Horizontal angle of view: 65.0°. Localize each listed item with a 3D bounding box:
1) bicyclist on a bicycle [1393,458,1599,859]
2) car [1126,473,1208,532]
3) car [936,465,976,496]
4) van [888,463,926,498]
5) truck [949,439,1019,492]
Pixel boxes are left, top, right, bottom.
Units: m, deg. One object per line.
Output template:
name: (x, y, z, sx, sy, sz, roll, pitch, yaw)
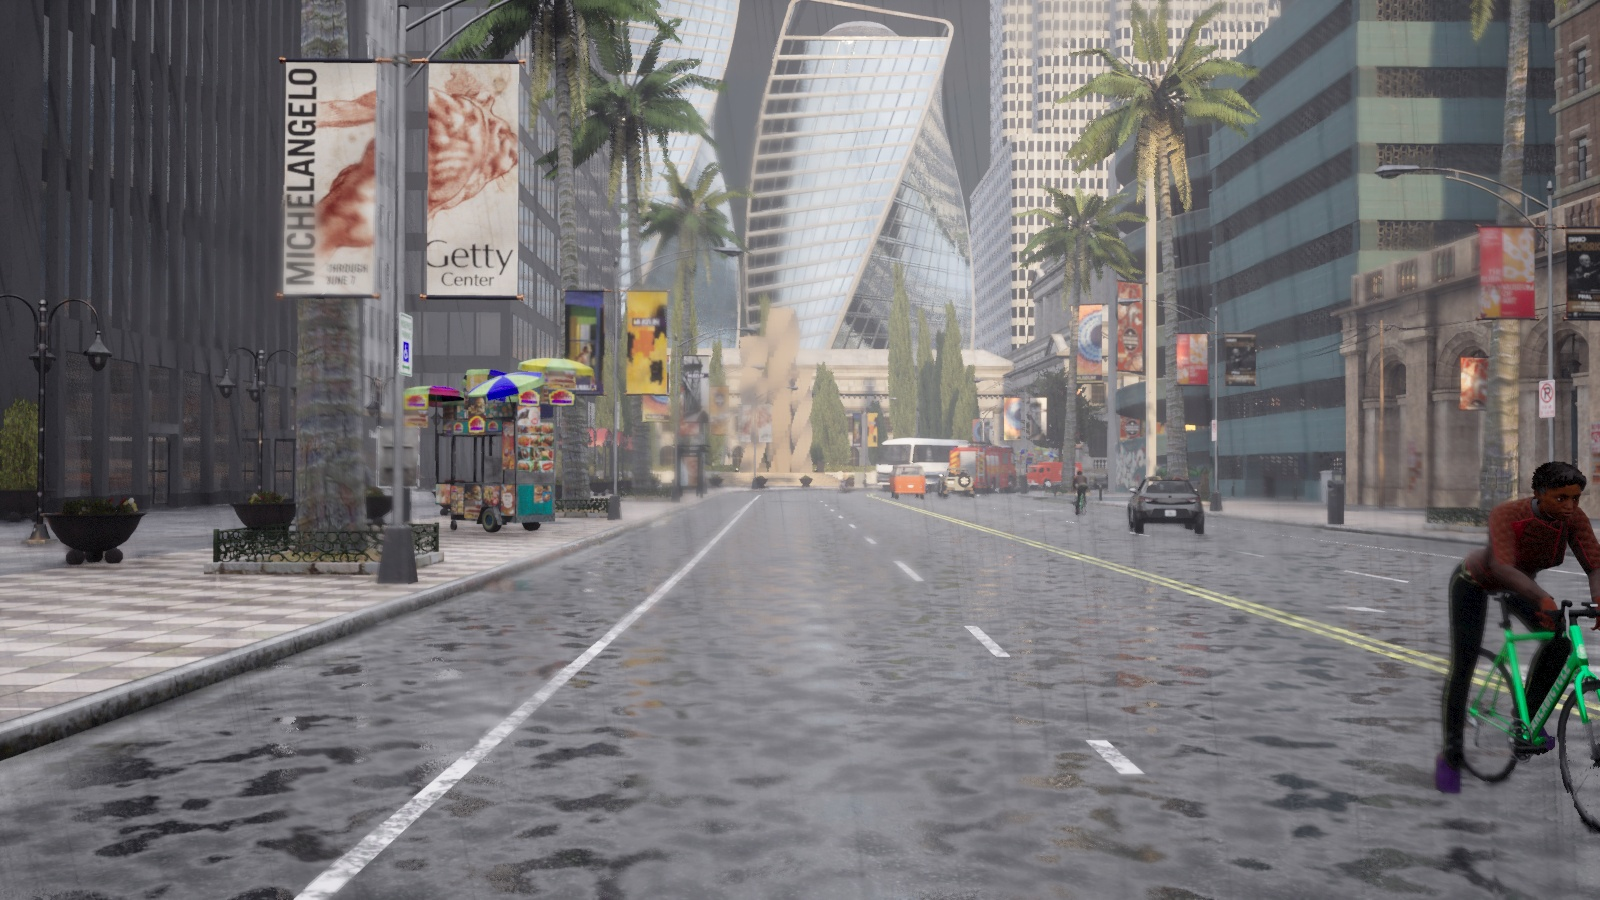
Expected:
bicyclist on a bicycle: (3.486, 0.853, 5.915, 0.582, 1.620, 1.656, 0, -1, 0)
car: (9.835, 1.357, 33.903, 1.816, 1.474, 4.193, 0, -1, 12)
car: (9.752, 1.911, 78.735, 1.932, 1.855, 4.605, 0, -1, 0)
van: (6.255, 1.774, 73.544, 1.775, 1.987, 4.442, 0, -1, -1)
truck: (14.052, 1.187, 95.104, 2.891, 3.827, 8.468, -1, -1, 25)
